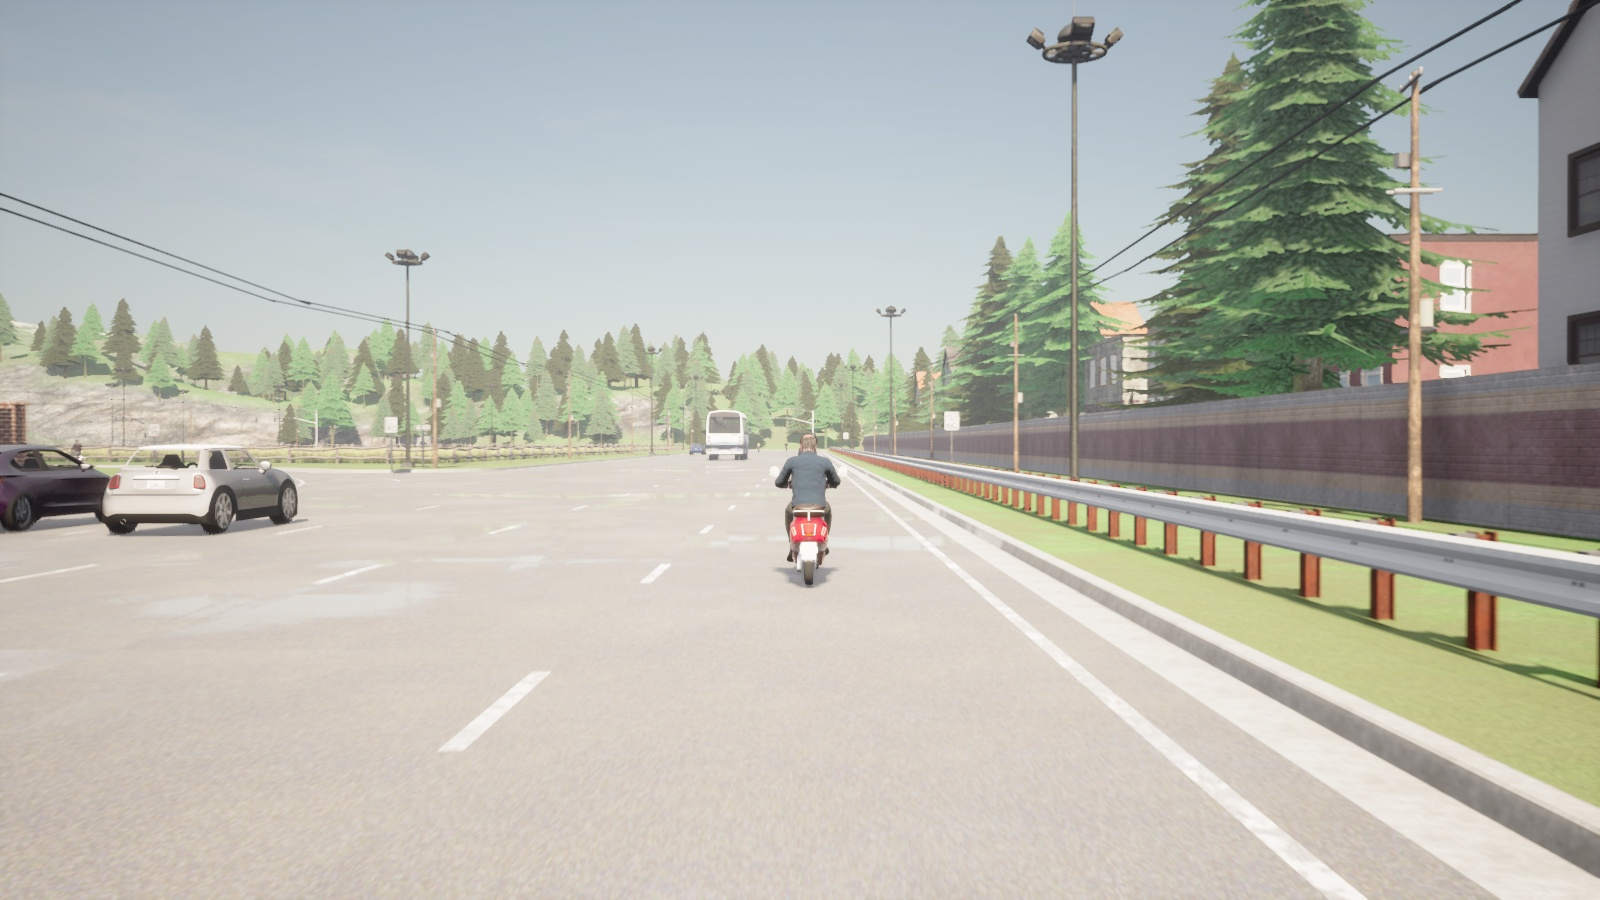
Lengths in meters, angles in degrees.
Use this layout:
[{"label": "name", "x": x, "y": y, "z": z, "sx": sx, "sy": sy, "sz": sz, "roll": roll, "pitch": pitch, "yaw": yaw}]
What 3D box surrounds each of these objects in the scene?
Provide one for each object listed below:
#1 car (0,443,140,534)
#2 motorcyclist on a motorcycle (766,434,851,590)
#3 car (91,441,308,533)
[{"label": "car", "x": -13.857, "y": 0.622, "z": 22.504, "sx": 1.816, "sy": 1.474, "sz": 4.193, "roll": 0, "pitch": 0, "yaw": 0}, {"label": "motorcyclist on a motorcycle", "x": 0.094, "y": 0.623, "z": 13.686, "sx": 0.866, "sy": 1.590, "sz": 1.817, "roll": 0, "pitch": 0, "yaw": 0}, {"label": "car", "x": -10.359, "y": 0.580, "z": 22.002, "sx": 1.970, "sy": 1.475, "sz": 3.806, "roll": 0, "pitch": 0, "yaw": 0}]
